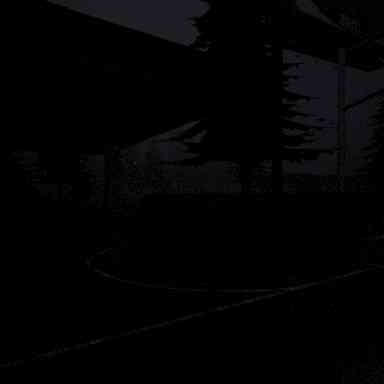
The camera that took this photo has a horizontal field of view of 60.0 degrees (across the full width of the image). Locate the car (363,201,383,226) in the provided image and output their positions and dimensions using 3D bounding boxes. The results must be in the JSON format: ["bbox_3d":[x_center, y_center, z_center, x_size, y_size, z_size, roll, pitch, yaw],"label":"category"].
[{"bbox_3d":[11.394,1.317,21.322,2.128,1.511,4.902,0,1,-36],"label":"car"}]

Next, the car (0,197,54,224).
[{"bbox_3d":[-11.953,1.313,23.482,3.866,1.878,1.905,0,0,-36],"label":"car"}]
